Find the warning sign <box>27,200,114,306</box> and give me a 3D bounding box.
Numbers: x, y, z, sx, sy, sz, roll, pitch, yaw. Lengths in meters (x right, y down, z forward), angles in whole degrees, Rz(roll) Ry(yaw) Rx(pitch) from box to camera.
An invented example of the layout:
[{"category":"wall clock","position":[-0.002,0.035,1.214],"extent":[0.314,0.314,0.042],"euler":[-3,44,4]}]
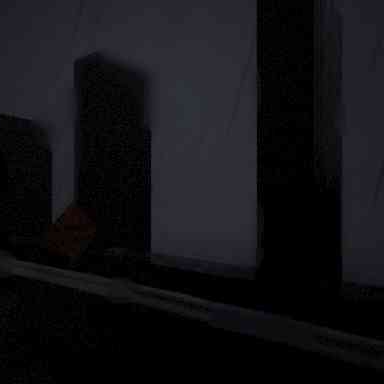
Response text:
[{"category":"warning sign","position":[-2.455,1.114,6.798],"extent":[1.060,1.860,1.300],"euler":[0,0,34]}]
